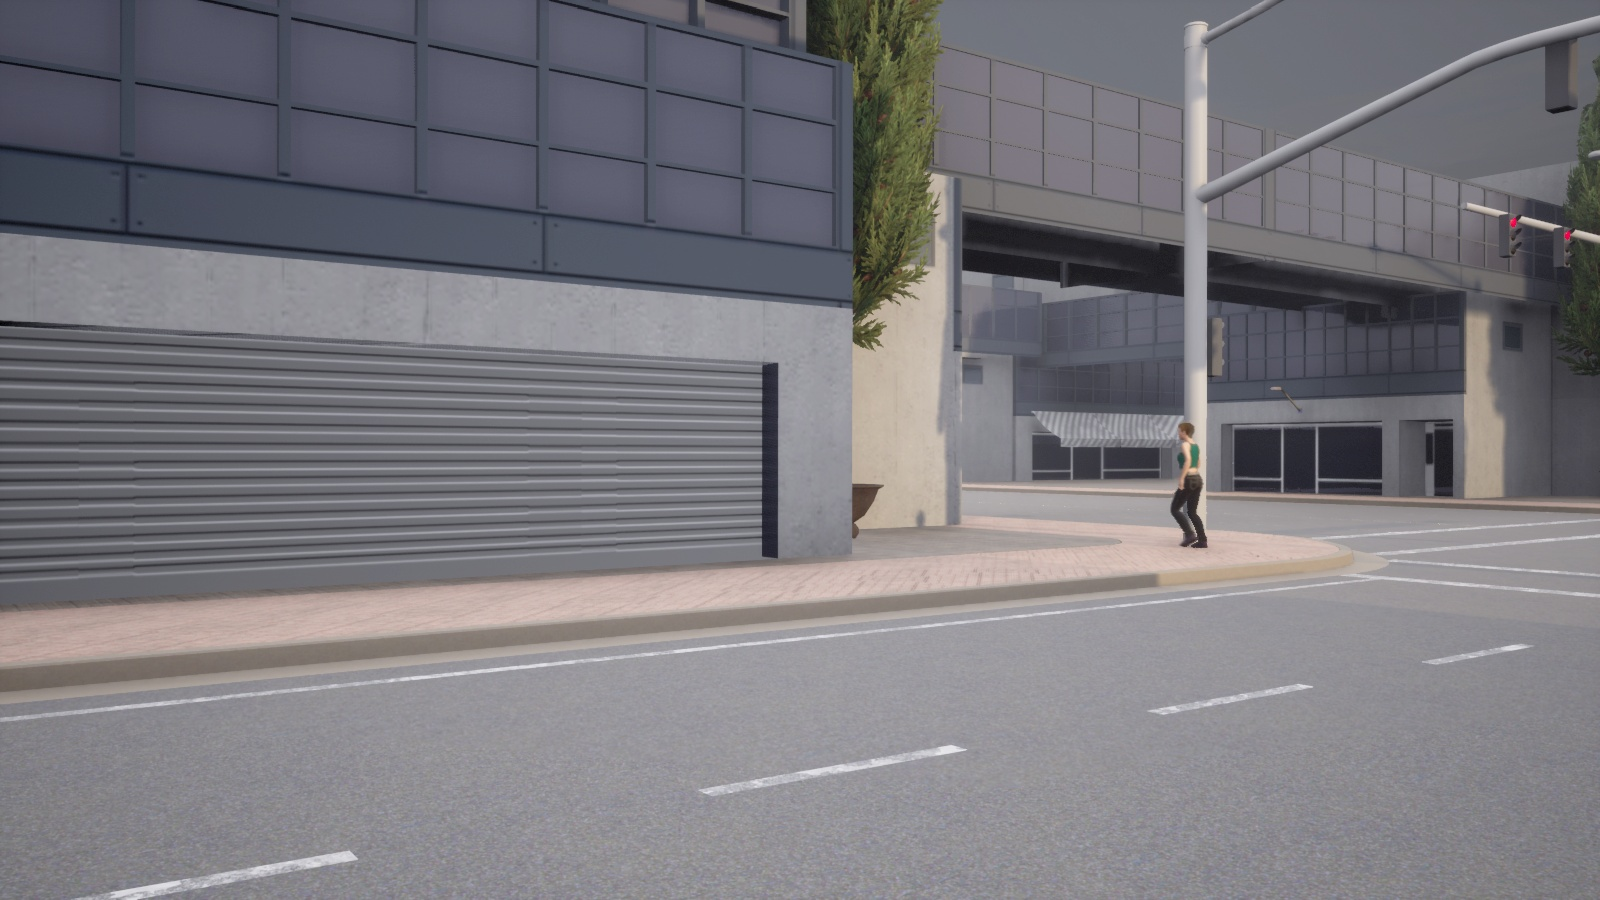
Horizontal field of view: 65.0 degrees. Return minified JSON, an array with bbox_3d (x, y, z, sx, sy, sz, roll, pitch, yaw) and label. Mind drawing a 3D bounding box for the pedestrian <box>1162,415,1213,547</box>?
[{"bbox_3d":[5.529,0.435,17.932,0.345,1.836,0.594,0,0,-40],"label":"pedestrian"}]
